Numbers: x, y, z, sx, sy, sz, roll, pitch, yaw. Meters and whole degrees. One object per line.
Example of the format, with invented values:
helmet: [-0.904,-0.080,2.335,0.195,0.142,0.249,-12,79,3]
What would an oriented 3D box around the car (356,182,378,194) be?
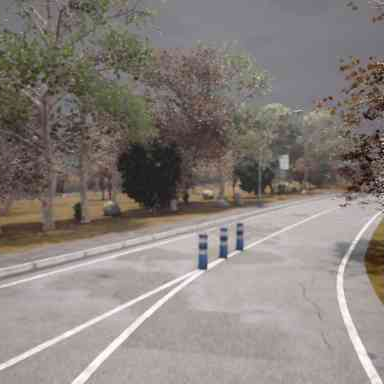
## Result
car: [22.552,-0.583,42.967,1.882,1.535,5.008,-1,3,41]
